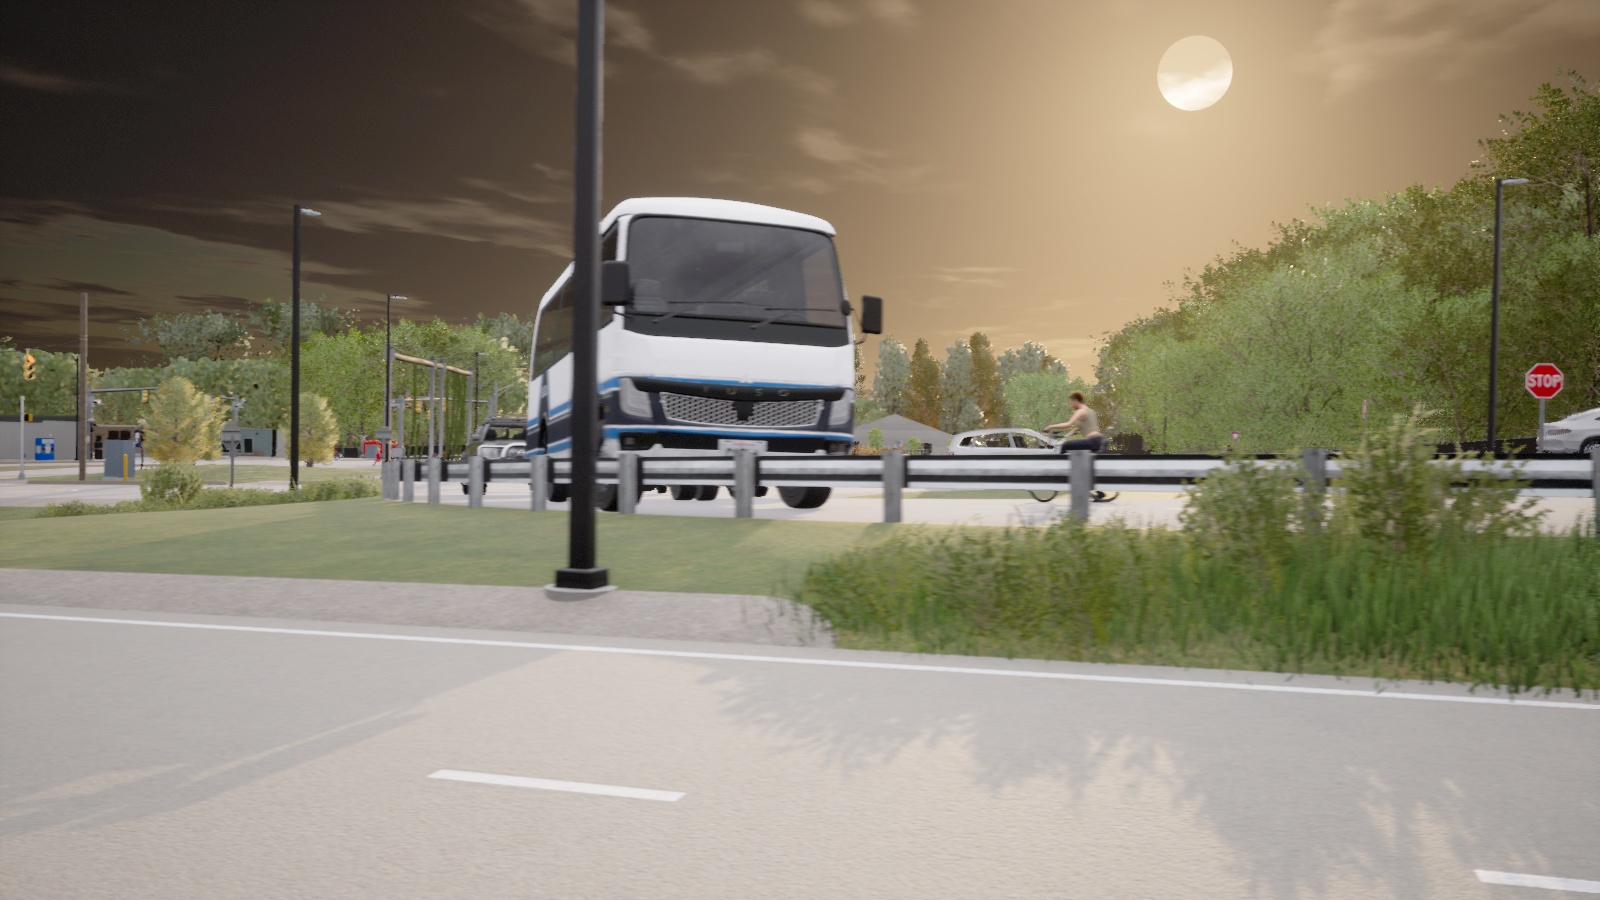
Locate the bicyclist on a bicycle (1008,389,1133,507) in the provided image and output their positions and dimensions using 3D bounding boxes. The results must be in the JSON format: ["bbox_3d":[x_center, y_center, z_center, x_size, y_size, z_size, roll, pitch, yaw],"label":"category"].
[{"bbox_3d":[3.880,-0.014,18.050,1.509,1.612,0.866,-1,-1,40],"label":"bicyclist on a bicycle"}]

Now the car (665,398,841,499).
[{"bbox_3d":[-1.066,0.046,25.424,1.932,1.855,4.605,1,-2,-25],"label":"car"}]

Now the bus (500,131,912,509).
[{"bbox_3d":[-2.165,-1.295,19.883,3.944,4.253,10.273,2,-3,-19],"label":"bus"}]

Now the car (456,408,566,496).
[{"bbox_3d":[-6.773,0.088,29.080,1.932,1.855,4.605,1,-1,-20],"label":"car"}]

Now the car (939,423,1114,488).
[{"bbox_3d":[6.531,0.151,36.117,4.611,1.667,2.242,-2,0,19],"label":"car"}]

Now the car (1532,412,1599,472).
[{"bbox_3d":[20.980,-0.276,31.042,4.674,1.442,1.812,-2,0,19],"label":"car"}]
